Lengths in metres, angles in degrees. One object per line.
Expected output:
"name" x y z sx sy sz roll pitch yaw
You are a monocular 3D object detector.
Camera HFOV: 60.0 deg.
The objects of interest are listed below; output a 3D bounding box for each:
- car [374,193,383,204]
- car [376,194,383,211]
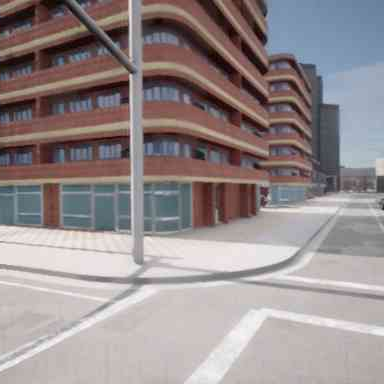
"car" 26.176 0.895 45.742 1.812 1.442 4.674 0 1 27
"car" 19.206 1.125 32.046 1.895 1.301 4.718 0 1 27
